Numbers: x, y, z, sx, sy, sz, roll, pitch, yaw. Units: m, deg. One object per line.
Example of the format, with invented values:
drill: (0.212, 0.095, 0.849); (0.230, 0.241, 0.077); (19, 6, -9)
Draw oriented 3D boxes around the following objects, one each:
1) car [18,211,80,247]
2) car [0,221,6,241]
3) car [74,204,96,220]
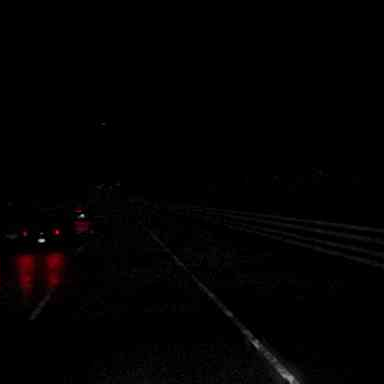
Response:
car: (-7.012, 1.849, 16.596); (1.895, 1.301, 4.718); (-1, -1, -13)
car: (-10.419, 1.821, 15.787); (1.837, 1.490, 4.892); (-1, -1, -13)
car: (-10.993, 2.030, 34.040); (1.837, 1.490, 4.892); (-1, -1, -13)
